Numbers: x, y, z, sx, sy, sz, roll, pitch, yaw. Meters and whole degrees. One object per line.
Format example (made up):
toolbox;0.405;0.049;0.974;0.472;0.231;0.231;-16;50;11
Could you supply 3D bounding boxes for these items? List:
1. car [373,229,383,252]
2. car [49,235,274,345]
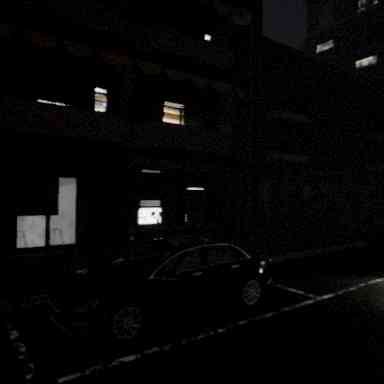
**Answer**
car;8.743;1.579;12.775;4.313;1.339;1.947;0;1;-35
car;-0.328;1.554;6.309;4.403;1.369;2.008;0;1;-35
